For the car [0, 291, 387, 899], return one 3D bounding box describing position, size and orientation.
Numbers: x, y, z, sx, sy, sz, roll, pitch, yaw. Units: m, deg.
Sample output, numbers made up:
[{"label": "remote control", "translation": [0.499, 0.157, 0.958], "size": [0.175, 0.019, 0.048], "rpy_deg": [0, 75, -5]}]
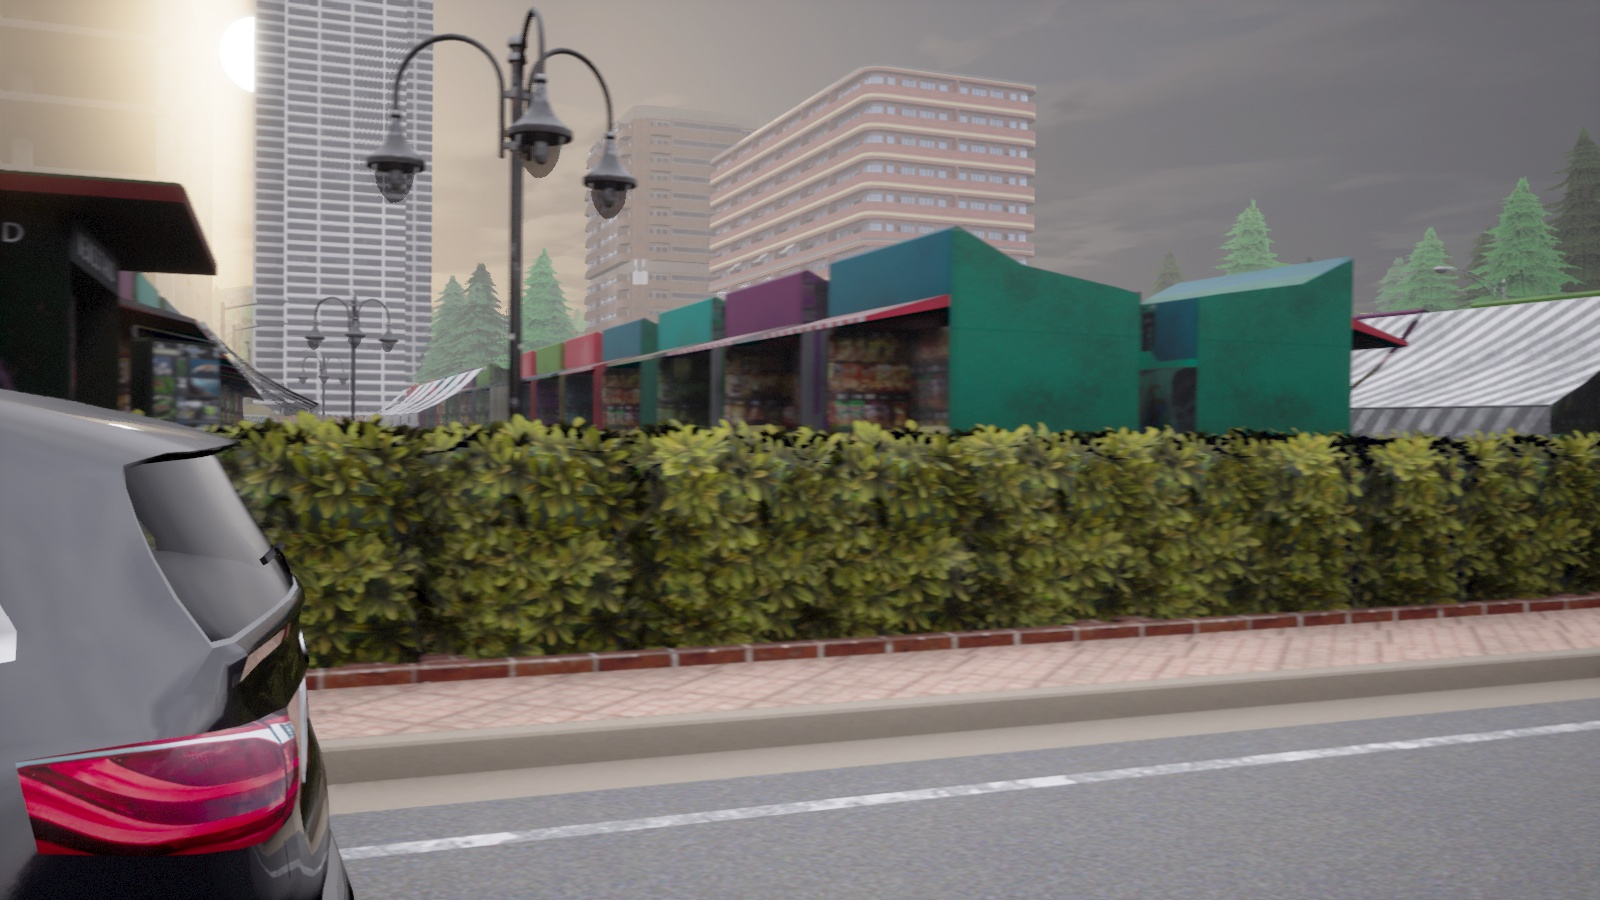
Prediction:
[{"label": "car", "translation": [-3.149, 0.643, 2.042], "size": [4.611, 1.667, 2.242], "rpy_deg": [-1, 1, -21]}]
